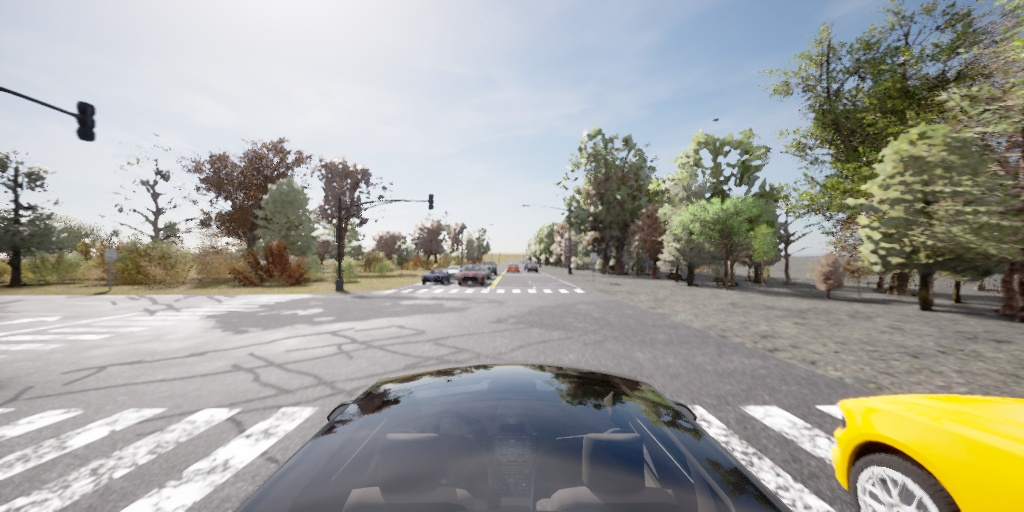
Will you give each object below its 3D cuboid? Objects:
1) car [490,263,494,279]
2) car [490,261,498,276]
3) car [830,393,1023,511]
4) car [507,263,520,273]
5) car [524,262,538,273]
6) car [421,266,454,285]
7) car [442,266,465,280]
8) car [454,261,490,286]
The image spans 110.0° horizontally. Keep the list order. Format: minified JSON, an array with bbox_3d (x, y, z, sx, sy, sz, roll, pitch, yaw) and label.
[{"bbox_3d":[-3.248,1.825,39.184,1.812,1.442,4.674,0,-1,0],"label":"car"},{"bbox_3d":[-3.207,1.690,50.955,2.150,2.045,5.566,0,0,0],"label":"car"},{"bbox_3d":[3.371,1.180,0.665,1.882,1.535,5.008,1,-2,0],"label":"car"},{"bbox_3d":[0.215,1.965,60.923,2.097,1.767,4.553,0,-1,1],"label":"car"},{"bbox_3d":[3.489,2.095,61.482,1.837,1.490,4.892,1,-2,0],"label":"car"},{"bbox_3d":[-6.521,1.791,31.378,1.895,1.301,4.718,0,-1,0],"label":"car"},{"bbox_3d":[-6.494,1.846,40.315,1.812,1.442,4.674,0,-1,0],"label":"car"},{"bbox_3d":[-3.273,1.520,30.200,2.097,1.767,4.553,0,-1,0],"label":"car"}]
